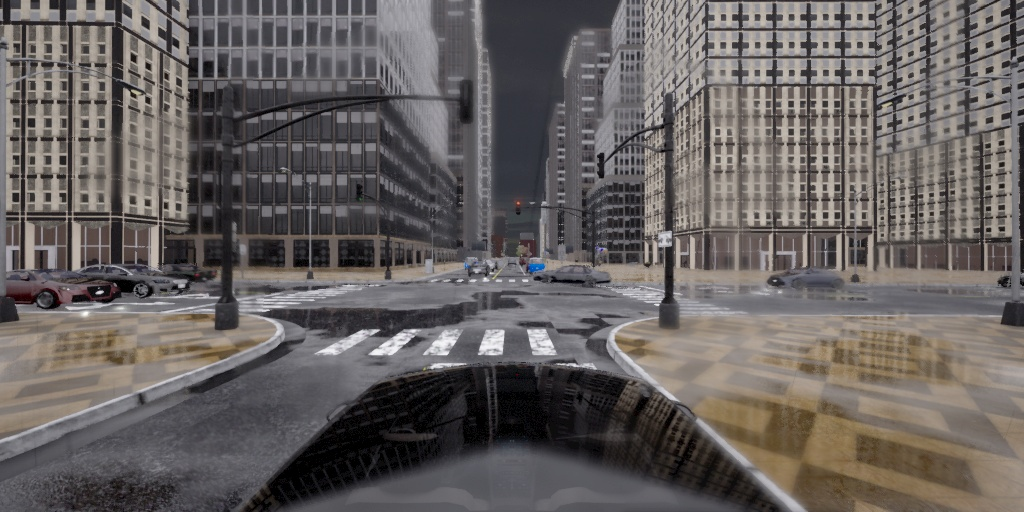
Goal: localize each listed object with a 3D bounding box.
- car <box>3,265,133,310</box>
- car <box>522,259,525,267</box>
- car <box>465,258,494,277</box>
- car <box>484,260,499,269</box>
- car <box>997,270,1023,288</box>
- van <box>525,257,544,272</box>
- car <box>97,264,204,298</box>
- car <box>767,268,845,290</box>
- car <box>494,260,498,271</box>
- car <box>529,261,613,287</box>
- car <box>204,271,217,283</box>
[{"bbox_3d":[-17.424,1.169,13.382,4.181,1.385,1.994,0,0,-1],"label":"car"},{"bbox_3d":[2.618,1.295,45.346,1.888,1.381,4.507,0,0,0],"label":"car"},{"bbox_3d":[-3.231,1.241,35.641,2.128,1.511,4.902,0,0,0],"label":"car"},{"bbox_3d":[-3.145,1.297,56.448,2.033,1.411,5.357,0,0,0],"label":"car"},{"bbox_3d":[36.360,1.534,24.485,4.892,1.490,1.837,1,0,-2],"label":"car"},{"bbox_3d":[2.687,1.090,39.808,1.690,1.789,3.998,0,0,0],"label":"van"},{"bbox_3d":[-17.809,1.108,16.625,4.902,1.511,2.128,0,0,-1],"label":"car"},{"bbox_3d":[19.676,1.485,24.106,4.181,1.385,1.994,0,0,-1],"label":"car"},{"bbox_3d":[-3.191,1.275,45.816,1.812,1.442,4.674,0,0,0],"label":"car"},{"bbox_3d":[4.249,1.338,25.044,5.357,1.411,2.033,1,0,19],"label":"car"},{"bbox_3d":[-22.168,1.214,23.237,4.718,1.301,1.895,0,0,-1],"label":"car"}]
